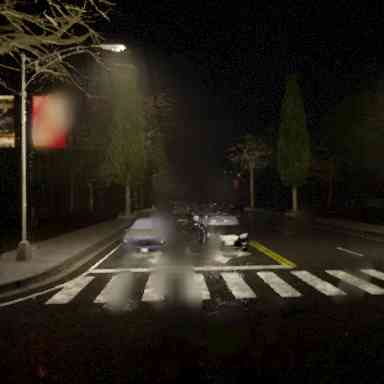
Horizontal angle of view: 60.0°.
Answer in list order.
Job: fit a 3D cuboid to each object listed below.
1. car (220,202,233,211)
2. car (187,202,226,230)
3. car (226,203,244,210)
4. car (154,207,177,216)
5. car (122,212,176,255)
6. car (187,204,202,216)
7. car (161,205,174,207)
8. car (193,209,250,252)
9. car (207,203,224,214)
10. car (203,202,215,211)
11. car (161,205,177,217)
[{"bbox_3d":[6.287,2.662,60.795,1.812,1.442,4.674,-1,-1,-1],"label":"car"},{"bbox_3d":[0.987,1.805,24.572,2.097,1.767,4.553,-1,-1,-2],"label":"car"},{"bbox_3d":[6.683,2.403,50.667,1.837,1.490,4.892,-1,-1,-2],"label":"car"},{"bbox_3d":[-2.262,2.063,24.538,1.994,1.385,4.181,-1,-1,-2],"label":"car"},{"bbox_3d":[-1.908,1.871,15.305,2.033,1.411,5.357,-1,-1,-2],"label":"car"},{"bbox_3d":[0.252,2.388,44.721,1.812,1.442,4.674,-1,-1,-2],"label":"car"},{"bbox_3d":[-2.601,2.178,33.384,1.837,1.490,4.892,-1,-1,-2],"label":"car"},{"bbox_3d":[1.354,1.769,15.372,2.128,1.511,4.902,-1,-1,-2],"label":"car"},{"bbox_3d":[3.443,2.489,50.483,2.033,1.411,5.357,-1,-1,-2],"label":"car"},{"bbox_3d":[3.047,2.686,60.729,1.837,1.490,4.892,-1,-1,-3],"label":"car"},{"bbox_3d":[-2.955,2.445,43.400,1.994,1.385,4.181,-1,-1,-2],"label":"car"}]
